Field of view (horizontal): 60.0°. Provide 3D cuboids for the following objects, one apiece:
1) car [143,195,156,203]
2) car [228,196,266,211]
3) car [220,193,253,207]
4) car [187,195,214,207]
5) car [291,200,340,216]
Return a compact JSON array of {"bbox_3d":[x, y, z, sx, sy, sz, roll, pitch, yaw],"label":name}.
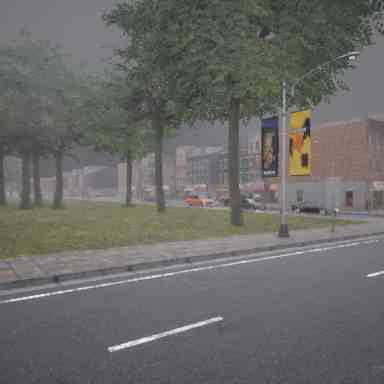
[{"bbox_3d":[-8.243,1.345,67.011,2.128,1.511,4.902,1,0,-35],"label":"car"},{"bbox_3d":[6.922,1.518,40.744,1.812,1.442,4.674,1,0,-36],"label":"car"},{"bbox_3d":[6.304,1.196,46.668,2.150,2.045,5.566,1,0,-35],"label":"car"},{"bbox_3d":[1.201,1.272,48.767,2.097,1.767,4.553,1,0,-35],"label":"car"},{"bbox_3d":[12.251,1.568,33.288,2.128,1.511,4.902,1,0,-36],"label":"car"}]
